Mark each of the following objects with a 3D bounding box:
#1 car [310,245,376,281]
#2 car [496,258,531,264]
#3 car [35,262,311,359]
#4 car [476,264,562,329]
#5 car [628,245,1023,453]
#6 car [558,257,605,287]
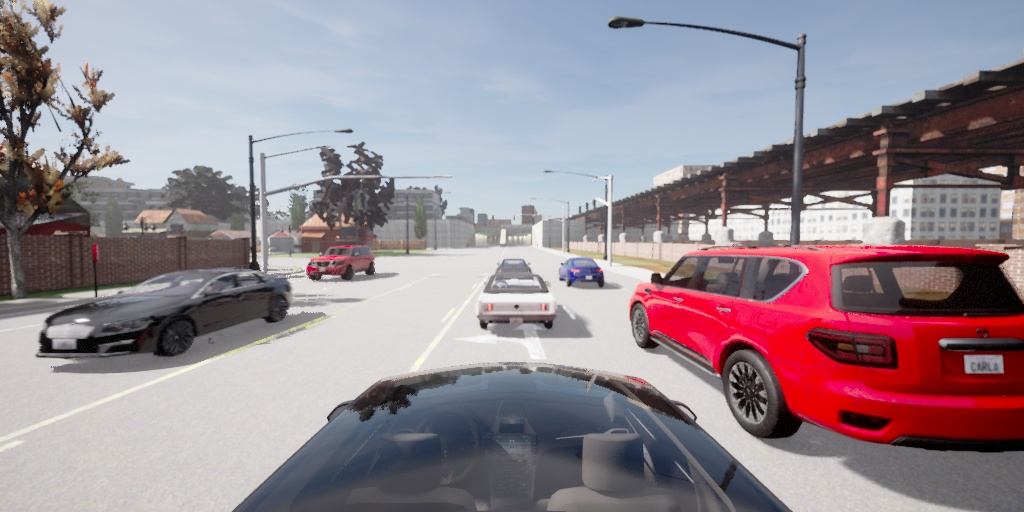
[{"bbox_3d":[-10.512,0.348,22.610,2.150,2.045,5.566,0,2,0],"label":"car"},{"bbox_3d":[0.097,0.793,19.325,1.994,1.385,4.181,0,2,0],"label":"car"},{"bbox_3d":[-7.093,1.069,8.128,2.128,1.511,4.902,0,2,0],"label":"car"},{"bbox_3d":[0.099,1.111,10.317,1.895,1.301,4.718,0,2,0],"label":"car"},{"bbox_3d":[3.602,0.869,5.428,2.150,2.045,5.566,0,1,0],"label":"car"},{"bbox_3d":[3.599,0.767,19.025,1.812,1.442,4.674,0,2,0],"label":"car"}]
